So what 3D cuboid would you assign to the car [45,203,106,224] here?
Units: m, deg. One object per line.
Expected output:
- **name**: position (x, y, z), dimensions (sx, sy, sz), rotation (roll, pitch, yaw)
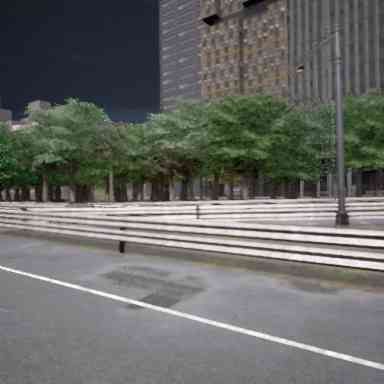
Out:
- **car**: position (-8.696, 1.555, 24.478), dimensions (4.674, 1.442, 1.812), rotation (-1, 0, 12)
